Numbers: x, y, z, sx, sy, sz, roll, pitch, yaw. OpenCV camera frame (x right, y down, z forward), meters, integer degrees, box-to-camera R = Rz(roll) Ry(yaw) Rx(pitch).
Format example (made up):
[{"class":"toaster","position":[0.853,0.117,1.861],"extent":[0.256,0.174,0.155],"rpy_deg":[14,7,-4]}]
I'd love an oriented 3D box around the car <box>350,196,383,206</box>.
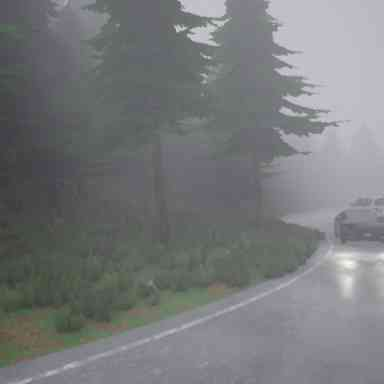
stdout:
[{"class":"car","position":[13.004,1.324,23.991],"extent":[2.150,2.045,5.566],"rpy_deg":[-4,-1,4]}]

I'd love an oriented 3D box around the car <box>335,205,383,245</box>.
[{"class":"car","position":[8.184,1.603,16.396],"extent":[1.882,1.535,5.008],"rpy_deg":[-3,-2,19]}]
